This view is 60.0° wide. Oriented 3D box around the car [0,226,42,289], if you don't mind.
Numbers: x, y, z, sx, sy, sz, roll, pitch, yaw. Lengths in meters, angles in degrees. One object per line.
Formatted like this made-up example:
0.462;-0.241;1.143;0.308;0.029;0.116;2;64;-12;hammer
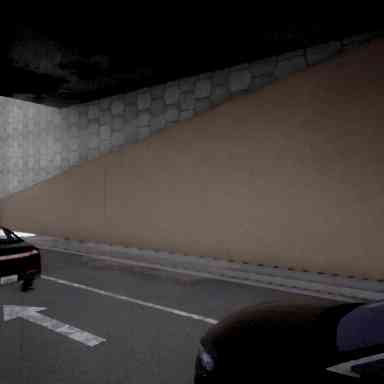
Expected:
-5.548;1.492;7.909;4.902;1.511;2.128;0;0;35;car

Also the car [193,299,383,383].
2.238;1.491;2.323;4.902;1.511;2.128;0;0;36;car
